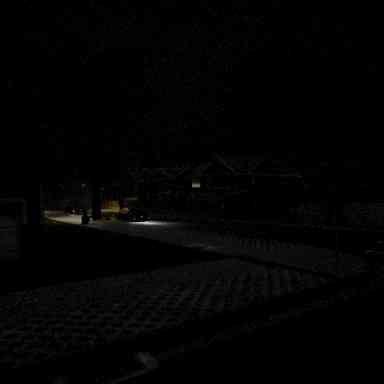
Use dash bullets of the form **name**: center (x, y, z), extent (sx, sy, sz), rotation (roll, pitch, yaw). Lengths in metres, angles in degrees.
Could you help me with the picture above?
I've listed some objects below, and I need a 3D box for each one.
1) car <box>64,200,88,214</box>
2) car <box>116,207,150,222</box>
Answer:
- **car**: center (-16.903, 2.196, 48.063), extent (2.150, 2.045, 5.566), rotation (0, -1, -35)
- **car**: center (-5.755, 2.135, 32.166), extent (1.994, 1.385, 4.181), rotation (0, -1, -35)
